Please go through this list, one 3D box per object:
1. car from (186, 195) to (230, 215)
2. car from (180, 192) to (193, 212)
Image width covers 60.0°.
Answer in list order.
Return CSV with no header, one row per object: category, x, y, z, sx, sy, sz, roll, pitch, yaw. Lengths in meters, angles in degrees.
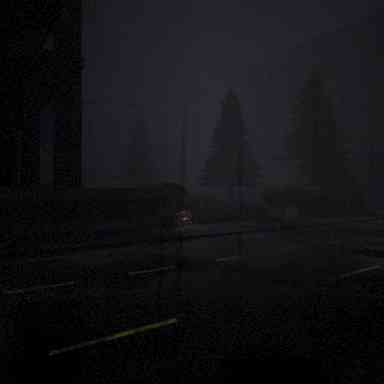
car,1.814,1.336,32.408,3.988,1.617,1.851,0,0,-35
car,-0.219,1.168,36.455,4.605,1.855,1.932,0,0,-35
